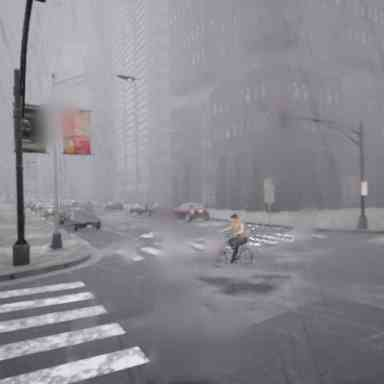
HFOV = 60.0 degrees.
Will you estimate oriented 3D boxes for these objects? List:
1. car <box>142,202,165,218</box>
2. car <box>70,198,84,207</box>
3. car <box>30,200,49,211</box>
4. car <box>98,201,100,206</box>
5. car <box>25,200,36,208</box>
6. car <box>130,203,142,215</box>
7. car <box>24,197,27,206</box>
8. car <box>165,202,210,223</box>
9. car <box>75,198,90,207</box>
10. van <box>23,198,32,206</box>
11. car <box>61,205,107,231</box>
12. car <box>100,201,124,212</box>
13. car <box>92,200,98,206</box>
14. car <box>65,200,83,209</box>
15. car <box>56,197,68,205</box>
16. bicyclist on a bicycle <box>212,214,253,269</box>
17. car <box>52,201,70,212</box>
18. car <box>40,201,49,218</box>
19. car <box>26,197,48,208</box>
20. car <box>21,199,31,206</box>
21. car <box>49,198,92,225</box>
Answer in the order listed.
[{"bbox_3d":[-2.931,1.648,32.309,1.967,1.590,4.097,-2,0,-29],"label":"car"},{"bbox_3d":[-24.232,2.181,70.119,1.967,1.590,4.097,-2,0,-29],"label":"car"},{"bbox_3d":[-23.670,2.291,51.763,1.802,1.307,4.206,-2,0,-29],"label":"car"},{"bbox_3d":[-16.326,2.064,56.088,1.752,1.417,4.829,-2,0,-29],"label":"car"},{"bbox_3d":[-34.323,2.528,70.671,1.887,1.381,4.507,-2,0,-29],"label":"car"},{"bbox_3d":[-5.590,1.854,37.036,1.802,1.307,4.206,-2,0,-29],"label":"car"},{"bbox_3d":[-31.667,2.229,65.944,2.192,1.841,5.009,-2,0,-29],"label":"car"},{"bbox_3d":[-0.269,1.583,27.583,1.967,1.590,4.097,-2,0,-29],"label":"car"},{"bbox_3d":[-21.570,2.112,65.392,1.967,1.590,4.097,-2,0,-29],"label":"car"},{"bbox_3d":[-39.655,2.463,80.125,1.690,1.788,3.998,-2,0,-29],"label":"van"},{"bbox_3d":[-7.692,1.881,23.400,1.947,1.339,4.313,-2,0,-29],"label":"car"},{"bbox_3d":[-10.917,1.948,46.488,1.887,1.381,4.507,-2,0,-29],"label":"car"},{"bbox_3d":[-15.917,2.029,49.808,1.837,1.490,4.892,-1,0,-28],"label":"car"},{"bbox_3d":[-20.630,2.134,58.108,2.128,1.511,4.902,-1,0,-29],"label":"car"},{"bbox_3d":[-34.885,2.334,89.024,2.192,1.841,5.009,-2,0,-29],"label":"car"},{"bbox_3d":[1.246,1.472,10.070,1.509,1.612,0.866,0,0,-29],"label":"bicyclist on a bicycle"},{"bbox_3d":[-20.181,2.190,51.202,1.994,1.385,4.181,-1,0,-29],"label":"car"},{"bbox_3d":[-15.599,2.033,37.433,1.752,1.417,4.829,-2,0,-29],"label":"car"},{"bbox_3d":[-26.340,2.092,56.490,2.192,1.841,5.009,-2,0,-29],"label":"car"},{"bbox_3d":[-42.315,2.631,84.853,1.967,1.590,4.097,-2,0,-29],"label":"car"},{"bbox_3d":[-10.362,1.695,28.127,2.192,1.841,5.009,-2,0,-29],"label":"car"}]
